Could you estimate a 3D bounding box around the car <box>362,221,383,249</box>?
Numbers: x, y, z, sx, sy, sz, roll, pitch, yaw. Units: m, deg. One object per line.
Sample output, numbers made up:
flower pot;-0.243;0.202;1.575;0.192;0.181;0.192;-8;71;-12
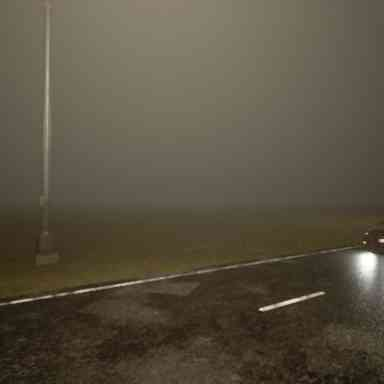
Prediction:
car;9.052;1.738;14.104;4.181;1.385;1.994;1;-1;-35
